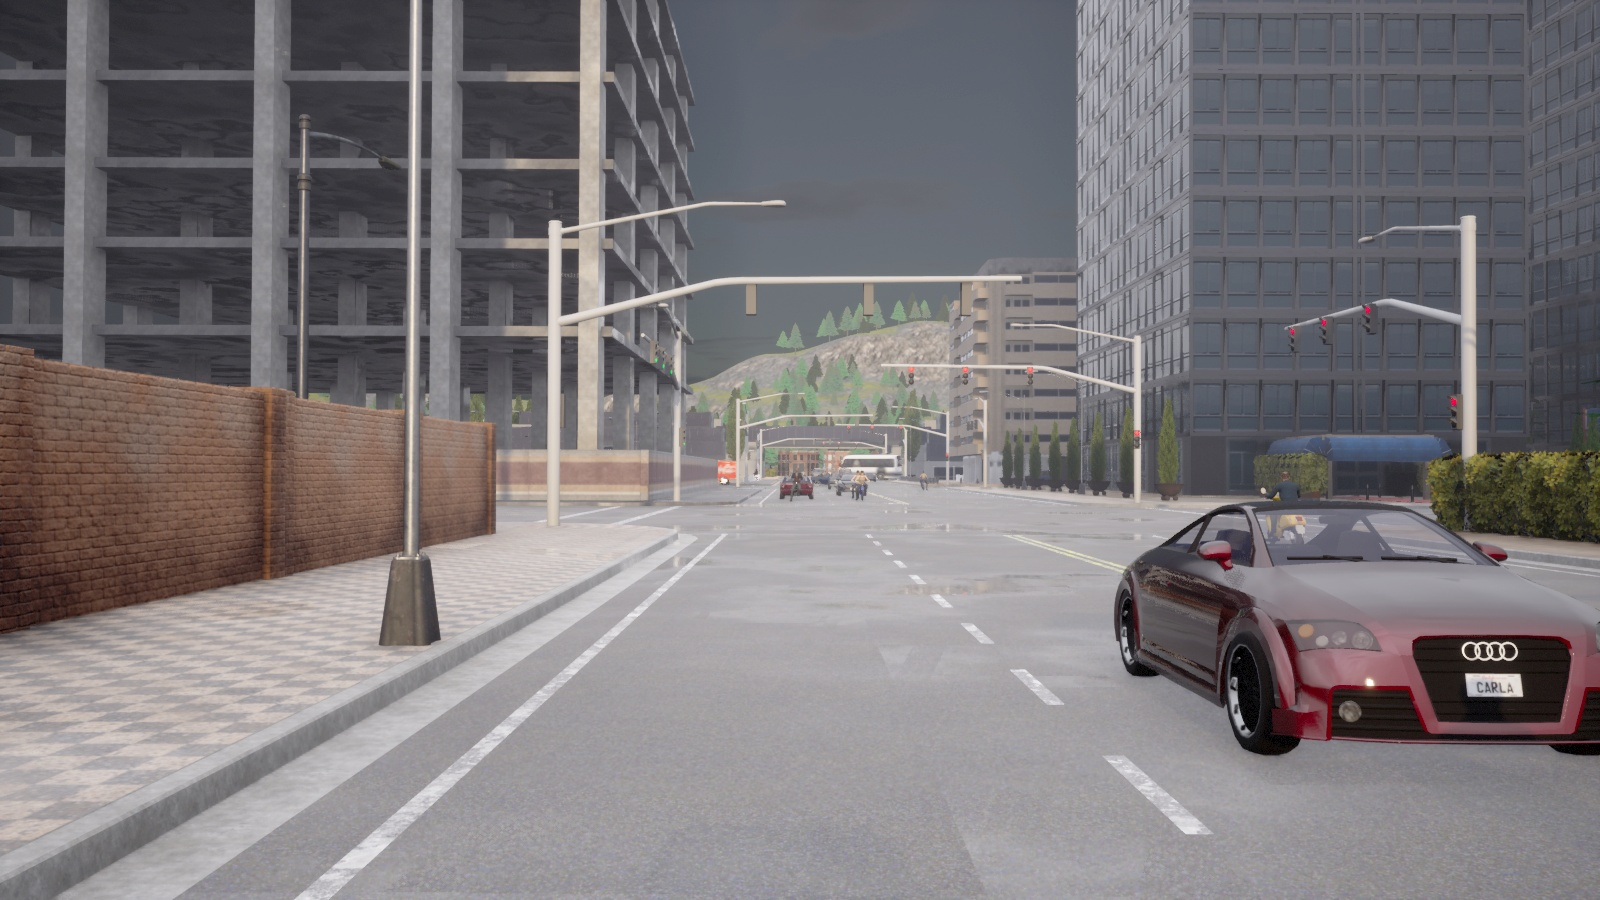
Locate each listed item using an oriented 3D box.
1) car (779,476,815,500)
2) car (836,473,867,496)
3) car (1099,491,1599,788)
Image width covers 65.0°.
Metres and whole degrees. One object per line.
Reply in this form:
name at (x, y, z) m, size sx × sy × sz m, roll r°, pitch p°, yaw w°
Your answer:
car at (-0.164, 2.091, 70.149) m, size 1.895 × 1.301 × 4.718 m, roll 0°, pitch -1°, yaw 0°
car at (3.309, 2.183, 80.926) m, size 1.812 × 1.442 × 4.674 m, roll 0°, pitch -1°, yaw 0°
car at (3.480, 1.004, 8.286) m, size 1.994 × 1.385 × 4.181 m, roll 0°, pitch -1°, yaw 0°
